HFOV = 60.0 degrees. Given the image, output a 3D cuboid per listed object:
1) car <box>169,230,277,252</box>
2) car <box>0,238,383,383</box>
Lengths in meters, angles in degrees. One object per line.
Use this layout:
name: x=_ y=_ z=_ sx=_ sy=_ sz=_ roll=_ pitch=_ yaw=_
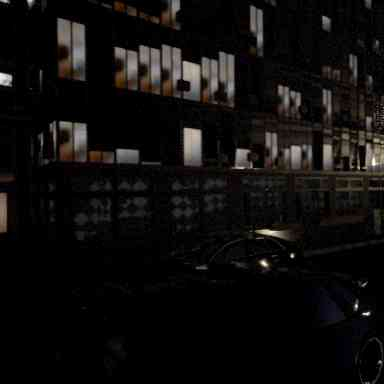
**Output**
car: x=0.601 y=1.550 z=7.127 sx=4.403 sy=1.369 sz=2.008 roll=0 pitch=-1 yaw=-35
car: x=0.413 y=1.547 z=3.672 sx=5.357 sy=1.411 sz=2.033 roll=0 pitch=0 yaw=-35
